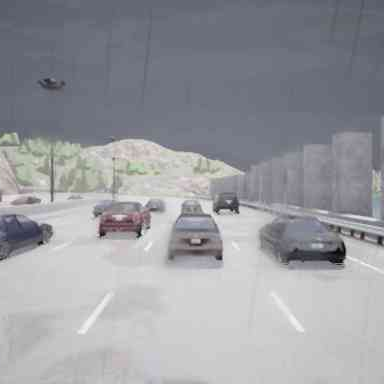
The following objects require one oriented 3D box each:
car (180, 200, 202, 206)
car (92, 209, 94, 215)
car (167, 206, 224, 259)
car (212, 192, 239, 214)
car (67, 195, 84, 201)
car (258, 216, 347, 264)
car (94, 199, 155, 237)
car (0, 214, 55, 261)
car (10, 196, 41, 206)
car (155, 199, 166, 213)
[{"bbox_3d":[-0.082,1.401,28.760,2.033,1.411,5.357,0,0,-1],"label":"car"},{"bbox_3d":[-7.080,1.399,28.711,2.033,1.411,5.357,0,0,-1],"label":"car"},{"bbox_3d":[0.106,1.484,12.348,2.033,1.411,5.357,0,0,0],"label":"car"},{"bbox_3d":[3.297,1.054,33.193,2.150,2.045,5.566,0,0,-2],"label":"car"},{"bbox_3d":[-19.407,1.203,55.610,2.128,1.511,4.902,0,0,-6],"label":"car"},{"bbox_3d":[3.604,1.506,11.566,1.994,1.385,4.181,0,0,0],"label":"car"},{"bbox_3d":[-3.415,1.261,17.702,2.097,1.767,4.553,0,0,0],"label":"car"},{"bbox_3d":[-6.894,1.484,11.992,2.033,1.411,5.357,0,0,0],"label":"car"},{"bbox_3d":[-21.865,1.298,43.411,1.812,1.442,4.674,0,1,-3],"label":"car"},{"bbox_3d":[-3.750,1.387,34.536,1.994,1.385,4.181,0,0,-2],"label":"car"}]
